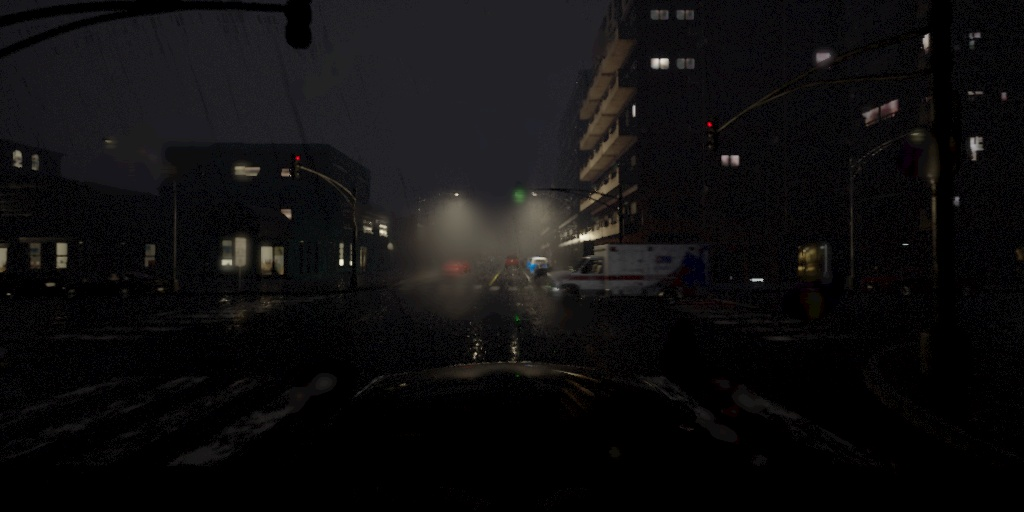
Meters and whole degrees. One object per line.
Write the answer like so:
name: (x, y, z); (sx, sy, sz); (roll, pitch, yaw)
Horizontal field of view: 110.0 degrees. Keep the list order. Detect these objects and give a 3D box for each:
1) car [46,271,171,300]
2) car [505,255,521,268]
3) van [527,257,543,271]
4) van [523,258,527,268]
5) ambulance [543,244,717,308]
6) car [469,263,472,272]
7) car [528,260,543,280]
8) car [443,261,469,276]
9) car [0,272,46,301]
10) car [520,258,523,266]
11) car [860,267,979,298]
car: (-19.716, 1.432, 17.920); (4.403, 1.370, 2.007); (0, 0, 1)
car: (-0.008, 0.883, 59.232); (2.150, 2.045, 5.566); (0, 0, 0)
van: (2.687, 1.045, 35.715); (1.690, 1.789, 3.998); (0, 0, 0)
van: (2.685, 1.026, 46.878); (1.690, 1.789, 3.998); (0, 0, 0)
ambulance: (4.675, 0.768, 14.779); (6.366, 2.431, 2.351); (0, 0, 1)
car: (-5.695, 1.240, 41.260); (1.888, 1.381, 4.507); (0, 0, 0)
car: (2.688, 1.264, 30.136); (2.007, 1.370, 4.403); (0, 0, 0)
car: (-5.694, 1.286, 35.679); (1.802, 1.307, 4.207); (0, 0, 0)
car: (-25.198, 1.472, 17.994); (4.313, 1.339, 1.948); (0, 0, 1)
car: (2.683, 1.189, 58.209); (1.751, 1.417, 4.829); (0, 0, 0)
car: (19.622, 1.248, 17.384); (4.507, 1.381, 1.888); (0, 0, 1)
